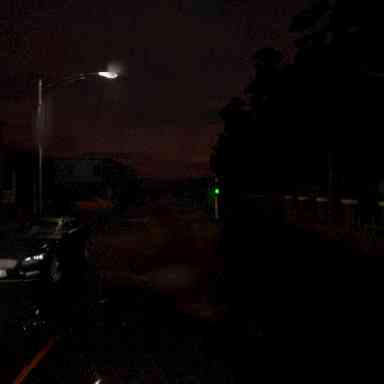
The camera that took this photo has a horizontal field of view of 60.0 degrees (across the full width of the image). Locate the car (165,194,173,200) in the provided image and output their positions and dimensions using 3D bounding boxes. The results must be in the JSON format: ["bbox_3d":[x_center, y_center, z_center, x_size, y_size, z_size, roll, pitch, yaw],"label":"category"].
[{"bbox_3d":[-5.861,1.340,84.623,1.812,1.442,4.674,0,0,-1],"label":"car"}]

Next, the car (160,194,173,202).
[{"bbox_3d":[-5.511,1.559,68.939,2.128,1.511,4.902,0,0,-1],"label":"car"}]

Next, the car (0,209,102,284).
[{"bbox_3d":[-4.289,1.479,9.581,2.128,1.511,4.902,0,0,-3],"label":"car"}]

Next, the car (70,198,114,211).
[{"bbox_3d":[-11.527,1.405,38.208,5.008,1.535,1.882,0,-1,13],"label":"car"}]
